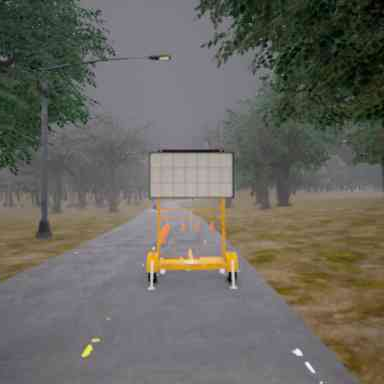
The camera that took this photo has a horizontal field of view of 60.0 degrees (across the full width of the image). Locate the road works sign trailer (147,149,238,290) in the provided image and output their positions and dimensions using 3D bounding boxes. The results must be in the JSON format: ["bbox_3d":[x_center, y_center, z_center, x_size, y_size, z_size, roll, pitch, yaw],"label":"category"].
[{"bbox_3d":[-0.022,0.591,9.509,2.380,3.560,2.880,0,-1,-2],"label":"road works sign trailer"}]

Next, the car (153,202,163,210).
[{"bbox_3d":[-5.943,2.462,58.569,2.033,1.411,5.357,0,-1,-5],"label":"car"}]
